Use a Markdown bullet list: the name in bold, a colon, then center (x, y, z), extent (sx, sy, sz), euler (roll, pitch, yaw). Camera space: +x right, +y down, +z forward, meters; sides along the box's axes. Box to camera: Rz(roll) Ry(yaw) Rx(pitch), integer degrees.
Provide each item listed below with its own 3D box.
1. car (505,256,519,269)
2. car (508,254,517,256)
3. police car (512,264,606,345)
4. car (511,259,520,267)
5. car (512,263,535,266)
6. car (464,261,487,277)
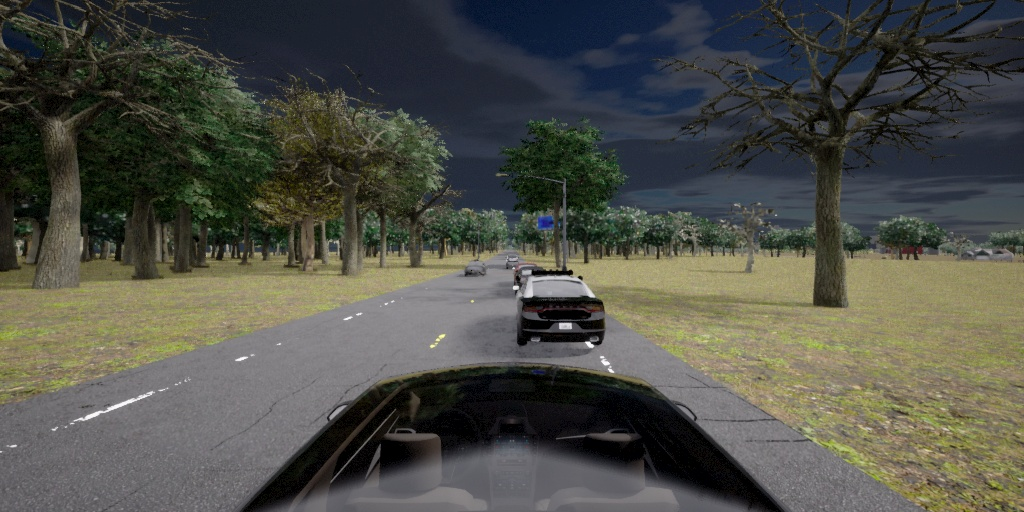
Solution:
- **car**: center (0.100, 1.110, 52.431), extent (2.128, 1.511, 4.902), euler (0, 0, 0)
- **car**: center (0.042, 0.726, 65.065), extent (2.150, 2.045, 5.566), euler (0, 1, 0)
- **police car**: center (1.054, 1.175, 9.635), extent (1.930, 1.638, 5.238), euler (0, 0, 0)
- **car**: center (1.065, 1.223, 25.524), extent (1.882, 1.535, 5.008), euler (0, 0, 0)
- **car**: center (1.061, 1.275, 19.525), extent (1.812, 1.442, 4.674), euler (0, 0, 0)
- **car**: center (-3.477, 1.213, 34.757), extent (1.837, 1.490, 4.892), euler (0, 0, 0)
